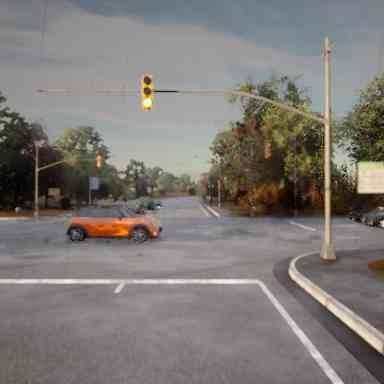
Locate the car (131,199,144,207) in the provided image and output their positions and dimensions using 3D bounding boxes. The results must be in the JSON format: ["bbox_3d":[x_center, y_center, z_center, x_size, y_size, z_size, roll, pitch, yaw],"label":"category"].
[{"bbox_3d":[-10.516,2.122,64.598,1.812,1.442,4.674,0,-1,0],"label":"car"}]

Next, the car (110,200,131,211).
[{"bbox_3d":[-10.599,2.007,49.714,2.033,1.411,5.357,0,0,0],"label":"car"}]

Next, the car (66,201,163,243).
[{"bbox_3d":[-3.754,1.505,16.596,4.553,1.767,2.097,0,-1,3],"label":"car"}]

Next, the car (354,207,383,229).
[{"bbox_3d":[14.149,1.714,22.695,4.892,1.490,1.837,-1,-1,3],"label":"car"}]

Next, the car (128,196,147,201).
[{"bbox_3d":[-7.104,1.724,40.187,2.097,1.767,4.553,0,-1,0],"label":"car"}]

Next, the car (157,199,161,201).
[{"bbox_3d":[-7.015,2.109,65.268,1.837,1.490,4.892,0,-1,0],"label":"car"}]

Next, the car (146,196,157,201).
[{"bbox_3d":[-7.097,1.681,50.203,2.150,2.045,5.566,0,0,1],"label":"car"}]

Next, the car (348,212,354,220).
[{"bbox_3d":[14.930,1.844,26.156,4.718,1.301,1.895,0,-1,3],"label":"car"}]
